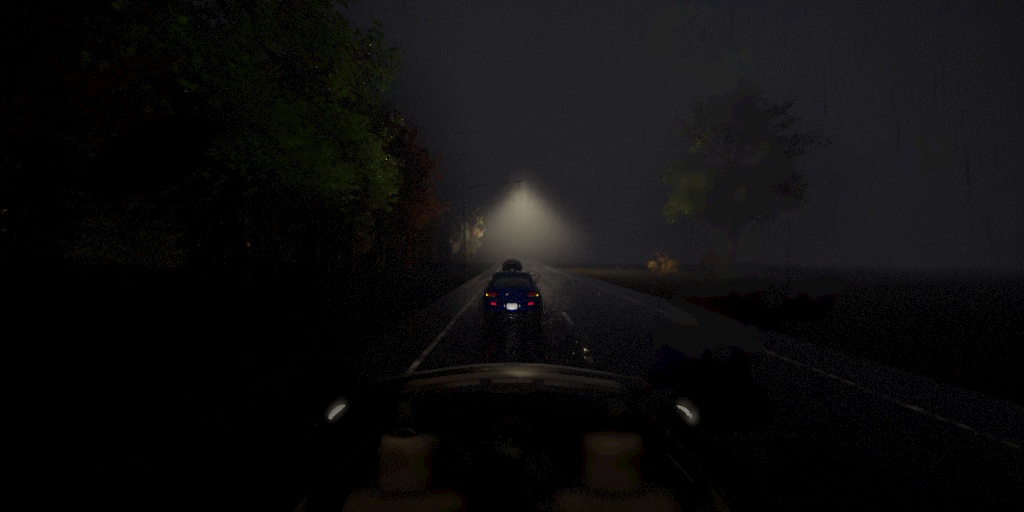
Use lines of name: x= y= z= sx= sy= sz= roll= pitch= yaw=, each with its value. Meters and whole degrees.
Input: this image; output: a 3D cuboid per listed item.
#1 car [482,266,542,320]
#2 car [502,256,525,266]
car: x=0.004 y=1.224 z=12.274 sx=1.812 sy=1.442 sz=4.674 roll=0 pitch=0 yaw=0
car: x=0.009 y=1.069 z=35.587 sx=1.882 sy=1.535 sz=5.008 roll=0 pitch=0 yaw=0
